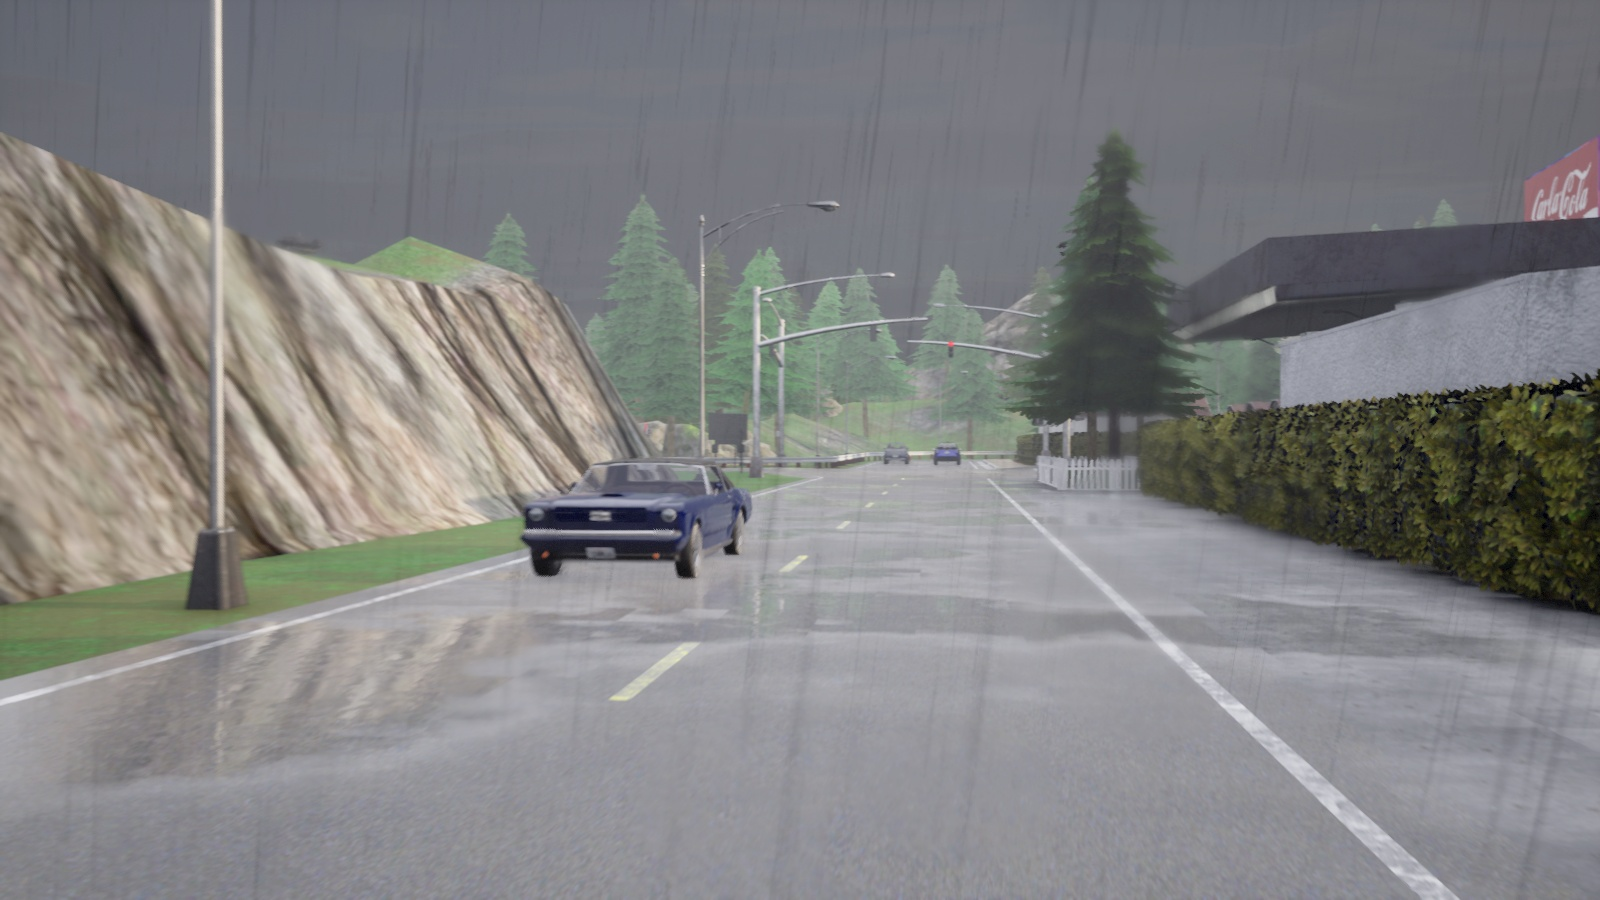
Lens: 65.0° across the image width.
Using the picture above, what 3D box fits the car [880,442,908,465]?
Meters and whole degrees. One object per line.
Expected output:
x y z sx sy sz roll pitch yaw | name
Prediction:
6.542 0.243 87.340 1.789 1.549 3.705 0 0 7 | car

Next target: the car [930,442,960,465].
9.933 0.224 86.201 2.007 1.525 4.514 0 0 7 | car

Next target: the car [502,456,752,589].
-1.886 0.757 15.301 1.895 1.301 4.718 0 0 7 | car
